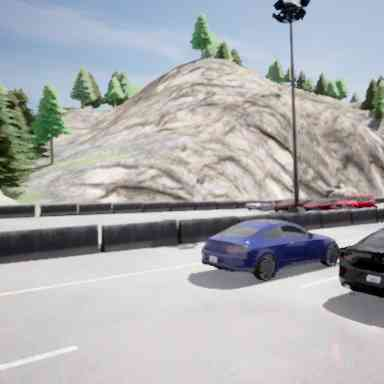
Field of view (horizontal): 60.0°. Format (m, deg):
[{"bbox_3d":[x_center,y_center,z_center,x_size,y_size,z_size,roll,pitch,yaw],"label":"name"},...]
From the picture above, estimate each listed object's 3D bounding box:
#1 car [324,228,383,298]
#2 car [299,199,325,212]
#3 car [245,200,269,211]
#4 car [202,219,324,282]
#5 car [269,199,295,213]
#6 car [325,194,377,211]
[{"bbox_3d":[5.408,1.486,7.653,5.008,1.535,1.882,0,0,-36],"label":"car"},{"bbox_3d":[13.523,1.515,35.249,5.008,1.535,1.882,0,0,-36],"label":"car"},{"bbox_3d":[8.663,1.646,40.378,4.718,1.301,1.895,0,0,-36],"label":"car"},{"bbox_3d":[2.416,1.537,9.820,4.674,1.442,1.812,0,0,-36],"label":"car"},{"bbox_3d":[11.466,1.519,38.081,5.008,1.535,1.882,0,0,-36],"label":"car"},{"bbox_3d":[15.936,1.255,32.673,5.566,2.045,2.150,0,0,-36],"label":"car"}]
